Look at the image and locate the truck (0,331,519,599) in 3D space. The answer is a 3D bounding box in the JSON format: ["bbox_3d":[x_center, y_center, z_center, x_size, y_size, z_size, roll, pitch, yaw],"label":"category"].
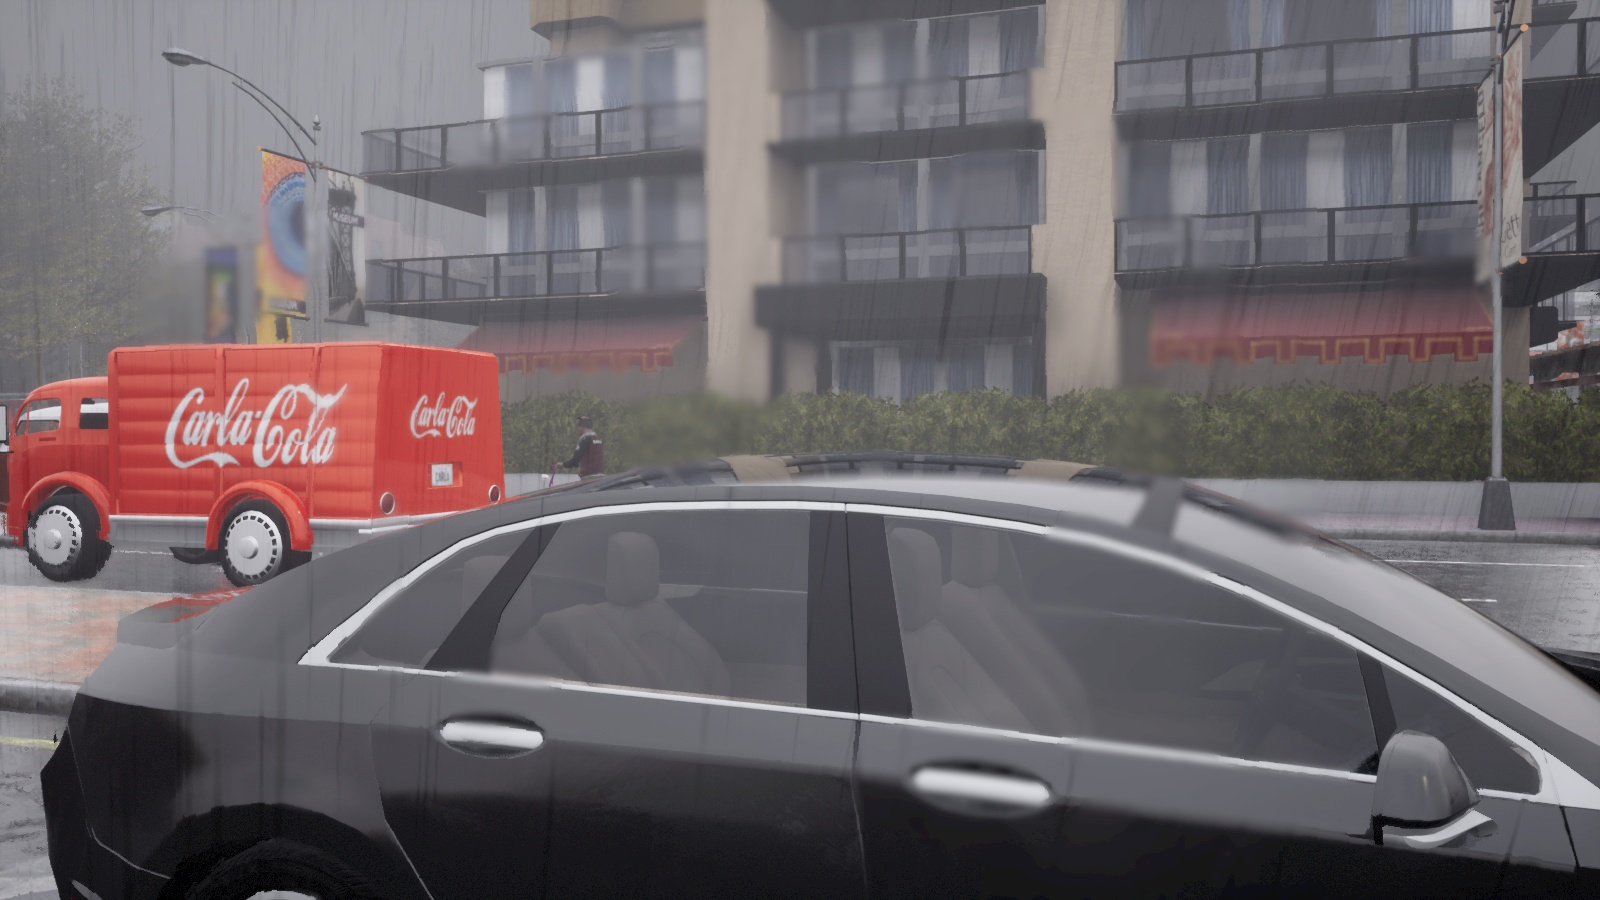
[{"bbox_3d":[-6.039,0.099,13.653,5.204,2.467,2.627,1,1,19],"label":"truck"}]

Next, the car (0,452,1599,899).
[{"bbox_3d":[0.540,0.785,3.011,4.892,1.490,1.837,1,1,19],"label":"car"}]

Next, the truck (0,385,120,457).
[{"bbox_3d":[-42.201,-1.612,69.671,8.468,3.827,2.891,1,1,19],"label":"truck"}]

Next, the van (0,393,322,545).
[{"bbox_3d":[-9.596,0.218,18.508,4.480,2.038,2.069,1,1,19],"label":"van"}]
